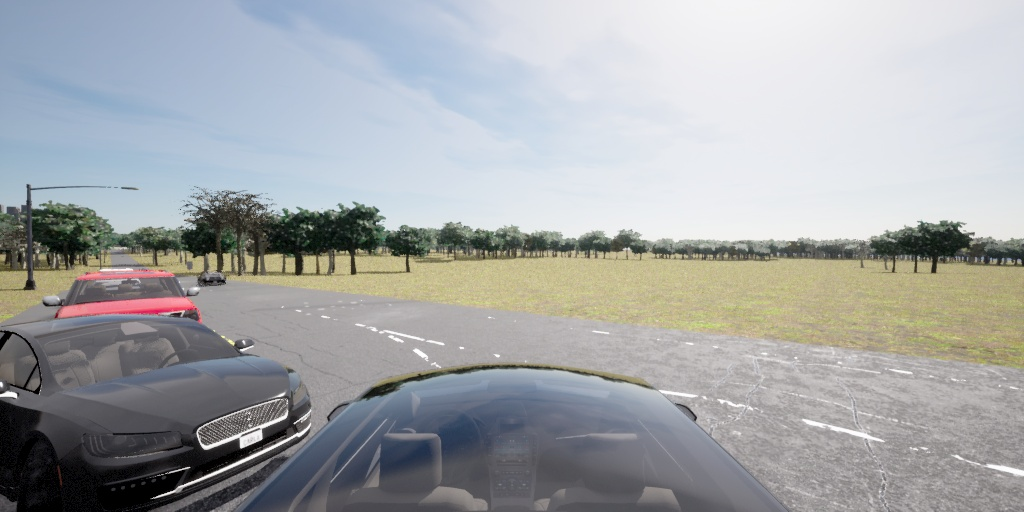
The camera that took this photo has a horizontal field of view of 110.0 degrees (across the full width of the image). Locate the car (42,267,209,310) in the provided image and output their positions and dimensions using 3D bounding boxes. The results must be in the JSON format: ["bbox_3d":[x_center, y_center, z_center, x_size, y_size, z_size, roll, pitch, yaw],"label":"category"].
[{"bbox_3d":[-9.340,1.386,8.740,5.566,2.045,2.150,-2,0,42],"label":"car"}]

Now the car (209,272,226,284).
[{"bbox_3d":[-32.673,2.438,38.942,4.718,1.301,1.895,-2,0,42],"label":"car"}]

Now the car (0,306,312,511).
[{"bbox_3d":[-4.502,1.445,4.019,4.892,1.490,1.837,-3,-3,22],"label":"car"}]
